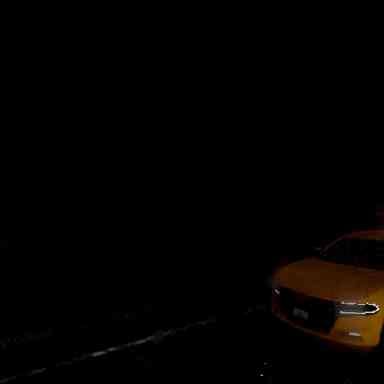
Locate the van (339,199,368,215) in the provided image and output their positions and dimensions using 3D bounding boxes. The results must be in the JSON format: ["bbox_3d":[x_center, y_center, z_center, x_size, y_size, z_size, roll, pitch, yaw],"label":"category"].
[{"bbox_3d":[19.322,1.904,42.247,1.878,1.987,4.442,2,-1,-35],"label":"van"}]

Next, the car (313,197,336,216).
[{"bbox_3d":[12.612,1.622,37.356,2.435,2.045,5.566,2,-1,-35],"label":"car"}]

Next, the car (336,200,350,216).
[{"bbox_3d":[14.983,1.952,38.785,1.946,1.575,5.366,2,-1,-35],"label":"car"}]

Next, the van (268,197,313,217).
[{"bbox_3d":[10.204,1.572,35.751,1.878,1.987,4.442,2,-1,-35],"label":"van"}]

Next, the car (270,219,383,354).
[{"bbox_3d":[3.603,1.494,6.254,5.008,1.535,1.882,0,0,-36],"label":"car"}]

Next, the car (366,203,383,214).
[{"bbox_3d":[28.407,2.484,48.569,2.231,1.521,4.892,2,-1,-35],"label":"car"}]

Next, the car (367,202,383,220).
[{"bbox_3d":[15.627,1.728,23.183,1.946,1.575,5.366,2,-1,-35],"label":"car"}]

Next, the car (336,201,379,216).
[{"bbox_3d":[21.660,2.093,43.730,2.185,1.767,4.553,2,-1,-35],"label":"car"}]

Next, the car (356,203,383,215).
[{"bbox_3d":[26.152,2.395,46.963,2.097,1.535,5.008,2,-1,-35],"label":"car"}]

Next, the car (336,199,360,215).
[{"bbox_3d":[17.132,2.043,40.535,2.231,1.521,4.892,2,-1,-35],"label":"car"}]
